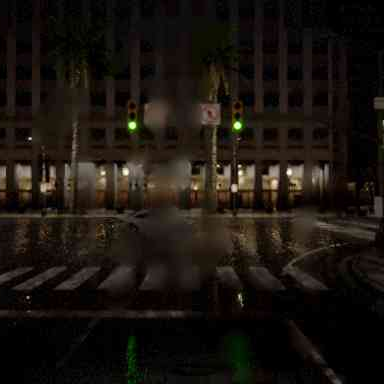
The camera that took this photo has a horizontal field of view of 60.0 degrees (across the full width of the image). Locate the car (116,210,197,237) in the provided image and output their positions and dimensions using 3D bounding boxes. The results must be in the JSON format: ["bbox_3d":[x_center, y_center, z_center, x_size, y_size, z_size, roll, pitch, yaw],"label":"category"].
[{"bbox_3d":[-2.046,1.799,19.407,4.674,1.442,1.812,0,-1,1],"label":"car"}]
